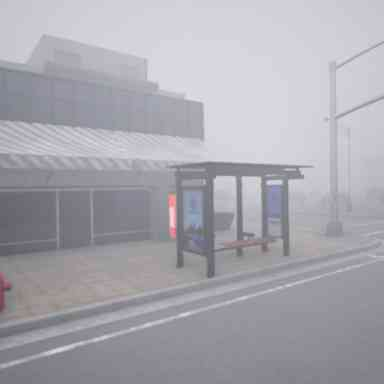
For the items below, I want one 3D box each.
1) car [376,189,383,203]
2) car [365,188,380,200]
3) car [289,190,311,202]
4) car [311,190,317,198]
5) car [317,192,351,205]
[{"bbox_3d":[24.977,0.664,40.634,4.514,1.523,2.007,-1,1,-36],"label":"car"},{"bbox_3d":[29.060,0.275,52.107,4.605,1.855,1.932,-1,1,-36],"label":"car"},{"bbox_3d":[13.110,0.659,44.525,5.027,1.636,2.152,-1,1,-36],"label":"car"},{"bbox_3d":[22.379,0.463,62.644,4.514,1.523,2.007,-1,1,-36],"label":"car"},{"bbox_3d":[17.115,0.731,39.500,3.806,1.475,1.970,-1,1,-36],"label":"car"}]
